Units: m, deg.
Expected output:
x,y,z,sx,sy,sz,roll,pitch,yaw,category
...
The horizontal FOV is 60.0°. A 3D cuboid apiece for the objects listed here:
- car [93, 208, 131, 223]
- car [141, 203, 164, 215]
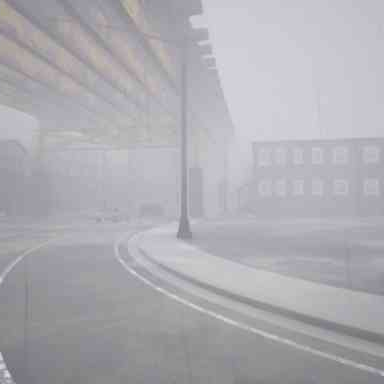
x,y,z,sx,sy,sz,roll,pitch,yaw,category
-7.337,2.107,31.082,1.895,1.301,4.718,0,-1,10,car
-5.045,2.166,43.371,1.882,1.535,5.008,0,-1,11,car
